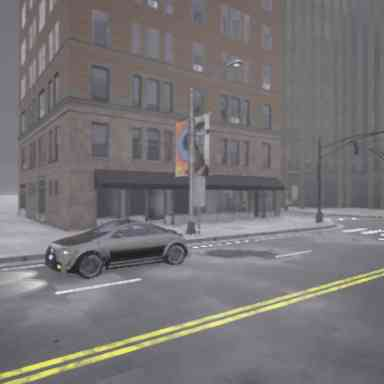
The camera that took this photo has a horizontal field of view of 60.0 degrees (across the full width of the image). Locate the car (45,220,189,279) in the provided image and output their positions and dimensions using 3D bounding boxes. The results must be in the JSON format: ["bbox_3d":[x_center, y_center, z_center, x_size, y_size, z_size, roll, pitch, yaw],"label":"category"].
[{"bbox_3d":[-2.162,1.575,10.112,4.181,1.385,1.994,0,0,-35],"label":"car"}]
